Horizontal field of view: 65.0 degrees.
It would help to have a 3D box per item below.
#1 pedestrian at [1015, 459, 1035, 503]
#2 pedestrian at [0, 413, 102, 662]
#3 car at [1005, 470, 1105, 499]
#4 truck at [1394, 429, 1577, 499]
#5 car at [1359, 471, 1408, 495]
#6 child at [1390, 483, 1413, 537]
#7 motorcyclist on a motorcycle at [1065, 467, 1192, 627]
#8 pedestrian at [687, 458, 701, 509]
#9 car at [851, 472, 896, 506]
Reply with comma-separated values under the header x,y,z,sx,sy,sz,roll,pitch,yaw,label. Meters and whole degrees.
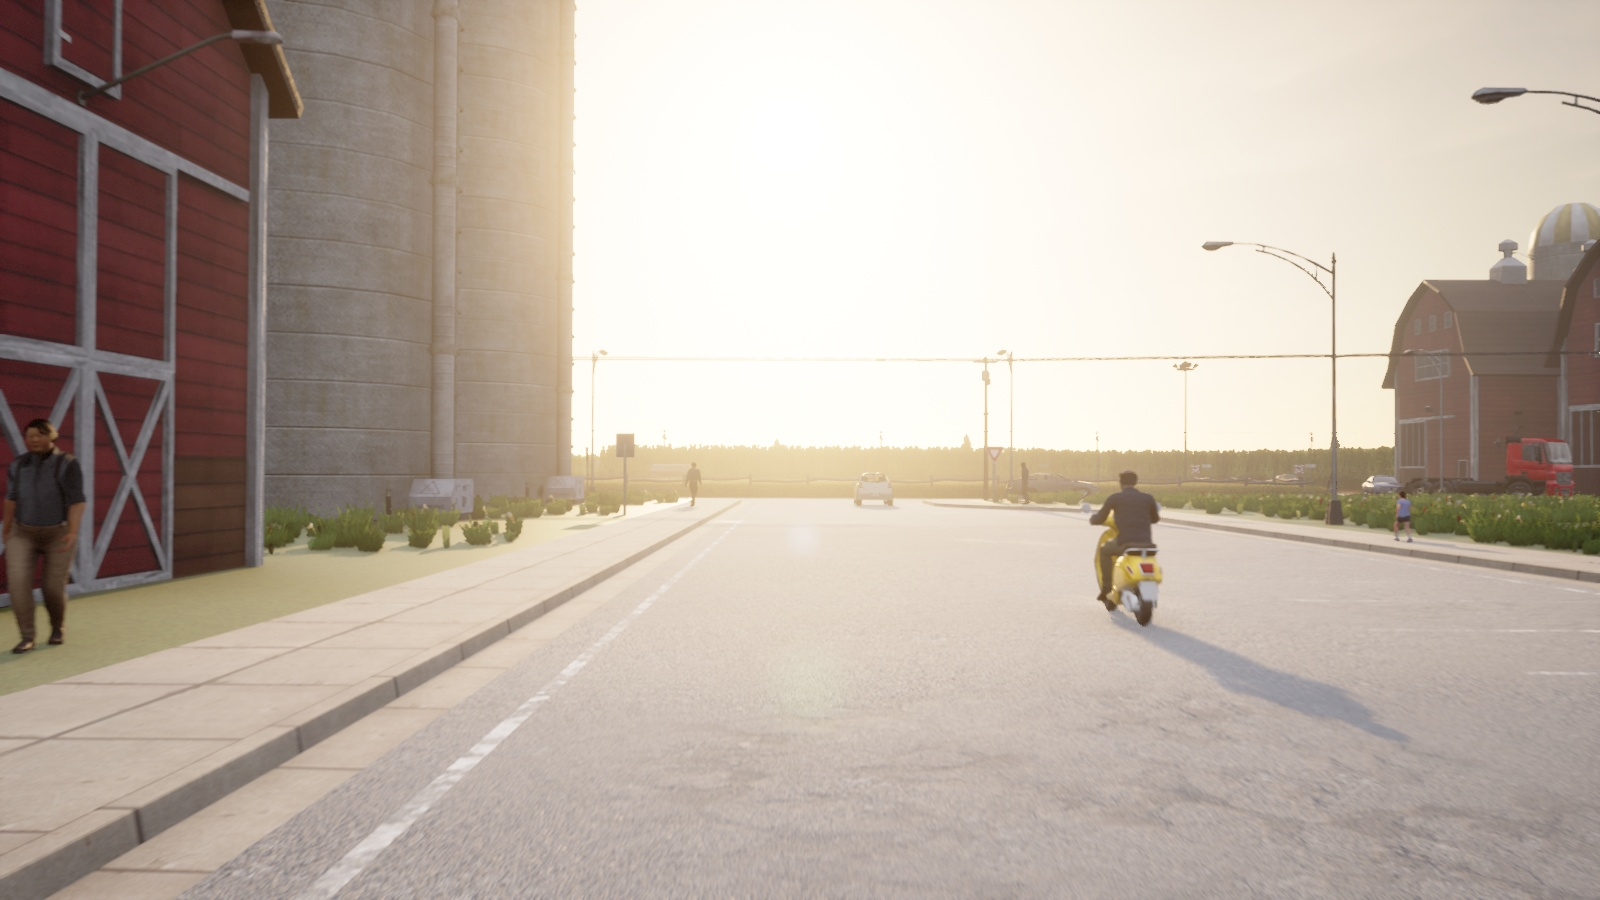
x,y,z,sx,sy,sz,roll,pitch,yaw,label
9.538,1.323,53.247,0.726,1.835,0.370,0,-1,-9,pedestrian
-5.809,0.651,9.708,0.540,1.848,0.694,0,-1,-13,pedestrian
13.649,1.844,67.386,4.902,1.511,2.128,0,-1,1,car
36.029,0.774,66.320,2.891,3.462,7.936,0,-1,-38,truck
35.498,1.980,76.537,1.812,1.442,4.674,0,-1,14,car
12.424,1.235,25.952,0.255,1.110,0.394,0,-1,-2,child
3.468,0.979,13.434,0.866,1.590,1.817,0,-1,0,motorcyclist on a motorcycle
-4.172,1.312,49.322,0.423,1.949,0.788,0,-1,5,pedestrian
3.362,1.785,57.908,1.845,1.501,3.633,0,-1,0,car
